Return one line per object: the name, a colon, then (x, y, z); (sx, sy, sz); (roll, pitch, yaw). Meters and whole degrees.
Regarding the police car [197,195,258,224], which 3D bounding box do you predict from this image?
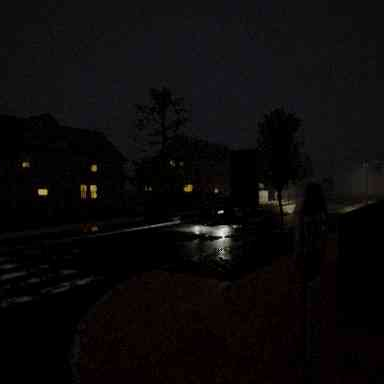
police car: (2.177, 1.016, 20.383); (2.038, 1.542, 4.974); (0, 1, 35)
